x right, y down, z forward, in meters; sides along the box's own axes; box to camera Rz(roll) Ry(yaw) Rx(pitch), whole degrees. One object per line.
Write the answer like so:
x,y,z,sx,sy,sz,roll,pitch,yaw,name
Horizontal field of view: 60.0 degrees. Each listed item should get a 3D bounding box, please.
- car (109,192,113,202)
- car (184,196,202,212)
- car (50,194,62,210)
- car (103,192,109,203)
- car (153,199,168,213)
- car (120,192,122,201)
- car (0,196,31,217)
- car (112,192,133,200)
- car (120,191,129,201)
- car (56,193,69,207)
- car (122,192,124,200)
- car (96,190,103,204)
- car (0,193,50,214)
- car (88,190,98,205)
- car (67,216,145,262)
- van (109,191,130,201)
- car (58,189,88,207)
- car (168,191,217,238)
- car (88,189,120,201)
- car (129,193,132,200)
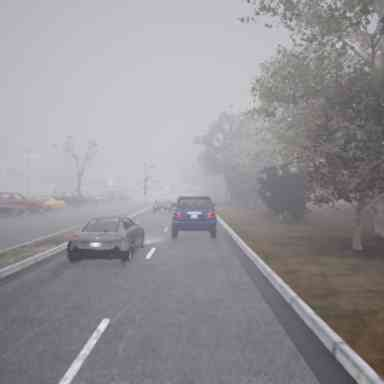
-16.806,1.200,58.351,4.792,1.488,2.163,-1,0,-20,car
0.111,1.284,36.049,1.837,1.490,4.892,0,0,0,car
-16.628,1.277,34.427,5.366,1.575,1.946,-1,0,-20,car
-16.791,1.178,55.367,4.892,1.521,2.231,-1,0,-20,car
-2.896,1.392,34.382,1.895,1.301,4.718,0,0,0,car
-16.945,1.160,64.305,5.366,1.575,1.946,-1,0,-20,car
-16.782,1.365,28.373,4.792,1.488,2.163,-1,0,-20,car
-16.610,1.013,79.418,4.553,1.767,2.185,-1,0,-19,car
-16.774,0.900,70.368,5.566,2.045,2.435,-1,0,-20,car
-16.973,1.262,37.294,5.366,1.575,1.946,-1,1,-20,car
-16.755,1.196,67.372,4.674,1.452,2.002,-1,0,-20,car
-16.819,1.060,52.356,4.553,1.767,2.185,-1,0,-20,car
-16.784,1.058,31.374,5.566,2.045,2.435,-1,0,-20,car
-16.759,1.069,49.370,4.553,1.767,2.185,-1,1,-20,car
-2.896,1.543,11.996,1.994,1.385,4.181,0,0,0,car
-16.585,0.916,76.440,4.442,1.987,1.878,-1,0,-19,van
-16.822,0.972,43.343,5.566,2.045,2.435,-1,1,-20,car
0.105,1.164,17.613,2.150,2.045,5.566,0,1,0,car
-16.805,0.914,61.354,5.566,2.045,2.435,-1,0,-20,car
-16.702,0.895,73.404,5.566,2.045,2.435,-1,0,-20,car
